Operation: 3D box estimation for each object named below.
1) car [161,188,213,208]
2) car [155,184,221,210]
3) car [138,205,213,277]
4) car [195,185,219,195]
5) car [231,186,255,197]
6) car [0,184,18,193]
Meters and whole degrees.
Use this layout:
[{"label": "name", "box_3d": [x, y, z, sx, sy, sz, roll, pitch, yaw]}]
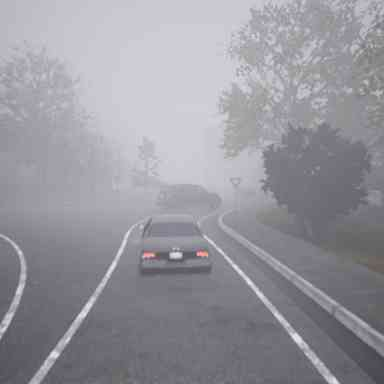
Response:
[{"label": "car", "box_3d": [-0.367, 0.453, 30.114, 1.882, 1.535, 5.008, 3, 4, 40]}, {"label": "car", "box_3d": [-0.208, 0.396, 25.565, 5.566, 2.045, 2.150, -2, 4, -41]}, {"label": "car", "box_3d": [-0.597, 1.374, 9.855, 2.033, 1.411, 5.357, 0, 2, -6]}, {"label": "car", "box_3d": [2.087, -0.297, 48.820, 1.994, 1.385, 4.181, -1, 2, -22]}, {"label": "car", "box_3d": [6.768, -0.130, 44.395, 2.033, 1.411, 5.357, 0, 3, -8]}, {"label": "car", "box_3d": [-31.089, -0.633, 54.413, 2.128, 1.511, 4.902, 2, 2, 39]}]
